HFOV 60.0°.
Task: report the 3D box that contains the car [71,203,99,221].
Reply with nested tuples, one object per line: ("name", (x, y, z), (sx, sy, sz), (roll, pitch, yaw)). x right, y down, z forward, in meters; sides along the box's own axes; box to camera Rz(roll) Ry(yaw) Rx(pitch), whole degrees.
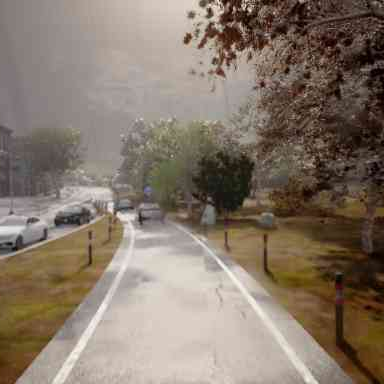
("car", (-10.379, 1.907, 32.607), (2.002, 1.452, 4.674), (1, 0, -10))

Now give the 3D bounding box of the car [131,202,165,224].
("car", (-3.228, 1.551, 25.125), (2.128, 1.511, 4.902), (-1, 0, -13))

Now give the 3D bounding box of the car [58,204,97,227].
("car", (-9.363, 1.823, 26.548), (2.097, 1.535, 5.008), (-1, -1, -5))

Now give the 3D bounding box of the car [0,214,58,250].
("car", (-8.473, 1.839, 16.050), (2.002, 1.452, 4.674), (0, 0, -2))

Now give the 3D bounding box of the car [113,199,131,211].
("car", (-8.429, 1.520, 40.966), (1.994, 1.385, 4.181), (-1, 1, -22))
